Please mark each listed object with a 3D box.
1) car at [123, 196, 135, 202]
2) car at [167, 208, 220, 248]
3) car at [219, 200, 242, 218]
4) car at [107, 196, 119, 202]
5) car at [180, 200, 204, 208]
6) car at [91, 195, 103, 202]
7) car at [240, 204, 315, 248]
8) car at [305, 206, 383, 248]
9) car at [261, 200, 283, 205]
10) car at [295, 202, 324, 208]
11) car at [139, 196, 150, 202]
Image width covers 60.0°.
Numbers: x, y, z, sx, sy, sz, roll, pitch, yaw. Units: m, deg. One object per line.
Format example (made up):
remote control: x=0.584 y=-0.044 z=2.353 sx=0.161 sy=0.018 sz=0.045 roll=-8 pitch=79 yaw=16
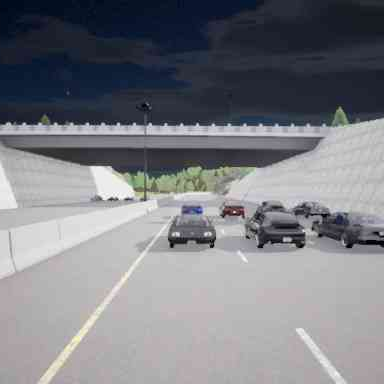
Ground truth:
car: x=-14.007 y=1.541 z=73.699 sx=1.895 sy=1.301 sz=4.718 roll=0 pitch=0 yaw=0
car: x=0.000 y=1.613 z=14.680 sx=1.895 sy=1.301 sz=4.718 roll=0 pitch=0 yaw=0
car: x=3.500 y=1.482 z=29.650 sx=1.882 sy=1.535 sz=5.008 roll=0 pitch=0 yaw=0
car: x=-17.507 y=1.541 z=73.696 sx=1.895 sy=1.301 sz=4.718 roll=0 pitch=0 yaw=0
car: x=0.000 y=1.482 z=29.650 sx=1.882 sy=1.535 sz=5.008 roll=0 pitch=0 yaw=0
car: x=-21.007 y=1.471 z=73.722 sx=2.128 sy=1.511 sz=4.902 roll=0 pitch=0 yaw=0
car: x=3.500 y=1.514 z=14.650 sx=1.837 sy=1.490 sz=4.892 roll=0 pitch=0 yaw=0
car: x=7.000 y=1.560 z=14.650 sx=2.033 sy=1.411 sz=5.357 roll=0 pitch=0 yaw=0
car: x=7.000 y=1.514 z=29.650 sx=1.837 sy=1.490 sz=4.892 roll=0 pitch=0 yaw=0
car: x=10.500 y=1.561 z=29.650 sx=2.033 sy=1.411 sz=5.357 roll=0 pitch=0 yaw=0
car: x=-10.507 y=1.541 z=73.703 sx=1.895 sy=1.301 sz=4.718 roll=0 pitch=0 yaw=0
